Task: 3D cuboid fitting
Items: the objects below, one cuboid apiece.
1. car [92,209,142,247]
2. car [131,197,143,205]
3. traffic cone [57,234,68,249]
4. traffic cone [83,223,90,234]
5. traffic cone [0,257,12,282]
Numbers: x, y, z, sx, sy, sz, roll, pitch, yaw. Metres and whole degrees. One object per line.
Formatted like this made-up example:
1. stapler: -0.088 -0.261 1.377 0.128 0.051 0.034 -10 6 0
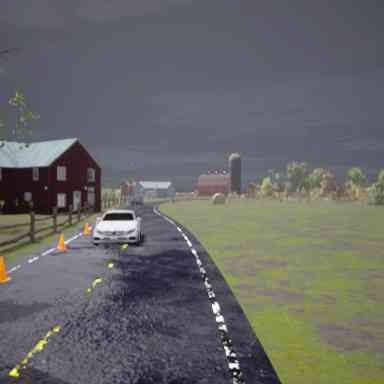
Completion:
1. car: -3.335 1.556 15.494 1.812 1.442 4.674 0 0 -6
2. car: -10.374 1.703 63.088 2.033 1.411 5.357 0 0 -1
3. traffic cone: -5.245 1.982 13.432 0.340 0.580 0.340 0 0 -5
4. traffic cone: -5.784 1.992 18.319 0.340 0.580 0.340 0 0 -7
5. traffic cone: -4.870 1.972 8.529 0.340 0.580 0.340 0 0 -3
